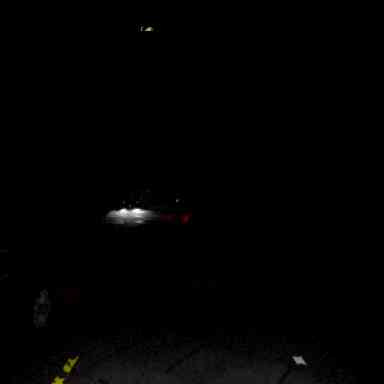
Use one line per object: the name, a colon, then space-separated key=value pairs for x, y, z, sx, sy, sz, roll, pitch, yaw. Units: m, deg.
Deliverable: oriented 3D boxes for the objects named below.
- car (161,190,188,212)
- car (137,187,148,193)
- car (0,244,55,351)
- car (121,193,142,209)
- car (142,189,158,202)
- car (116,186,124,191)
car: x=-1.751 y=0.817 z=32.091 sx=2.150 sy=2.045 sz=5.566 roll=0 pitch=1 yaw=-10
car: x=-10.080 y=-0.170 z=68.736 sx=2.097 sy=1.767 sz=4.553 roll=-1 pitch=2 yaw=-18
car: x=-3.234 y=1.449 z=3.876 sx=2.128 sy=1.511 sz=4.902 roll=0 pitch=0 yaw=-2
car: x=-6.906 y=1.092 z=37.311 sx=1.895 sy=1.301 sz=4.718 roll=0 pitch=1 yaw=-10
car: x=-6.099 y=0.728 z=50.189 sx=2.033 sy=1.411 sz=5.357 roll=0 pitch=2 yaw=-10
car: x=-16.808 y=-0.549 z=77.390 sx=1.812 sy=1.442 sz=4.674 roll=-2 pitch=2 yaw=-25
